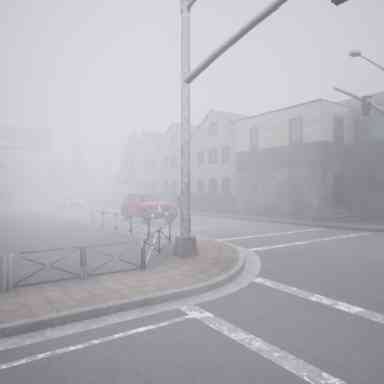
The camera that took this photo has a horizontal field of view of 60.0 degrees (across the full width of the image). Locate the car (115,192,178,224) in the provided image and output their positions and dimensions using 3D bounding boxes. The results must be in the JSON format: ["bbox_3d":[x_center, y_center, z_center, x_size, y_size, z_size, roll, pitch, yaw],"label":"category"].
[{"bbox_3d":[-3.202,1.045,23.663,2.150,2.045,5.566,0,0,-35],"label":"car"}]

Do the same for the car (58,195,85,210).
[{"bbox_3d":[-14.353,1.174,39.489,2.097,1.767,4.553,0,0,-35],"label":"car"}]

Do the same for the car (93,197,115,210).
[{"bbox_3d":[-10.536,1.328,40.416,1.837,1.490,4.892,0,0,-35],"label":"car"}]
